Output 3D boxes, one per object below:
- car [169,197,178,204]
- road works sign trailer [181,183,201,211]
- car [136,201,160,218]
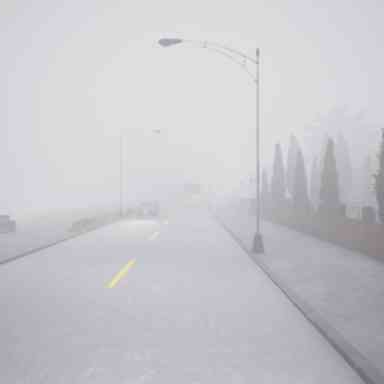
[{"bbox_3d":[-3.993,1.808,74.028,2.033,1.411,5.357,0,0,0],"label":"car"},{"bbox_3d":[0.004,0.665,44.110,2.380,3.560,2.880,0,0,0],"label":"road works sign trailer"},{"bbox_3d":[-4.091,1.636,31.634,2.128,1.511,4.902,0,0,0],"label":"car"}]
